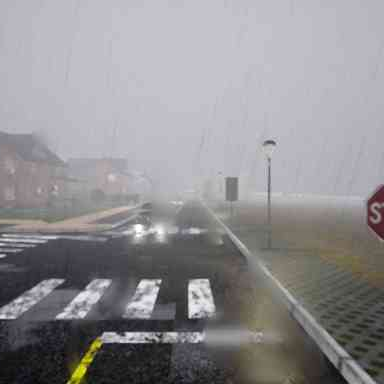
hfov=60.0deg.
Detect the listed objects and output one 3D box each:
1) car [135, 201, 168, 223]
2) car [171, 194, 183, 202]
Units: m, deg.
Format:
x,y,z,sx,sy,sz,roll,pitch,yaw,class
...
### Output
x,y,z,sx,sy,sz,roll,pitch,yaw,class
-2.815,1.438,24.001,1.837,1.490,4.892,0,2,1,car
-2.900,1.174,64.851,2.128,1.511,4.902,0,0,0,car
